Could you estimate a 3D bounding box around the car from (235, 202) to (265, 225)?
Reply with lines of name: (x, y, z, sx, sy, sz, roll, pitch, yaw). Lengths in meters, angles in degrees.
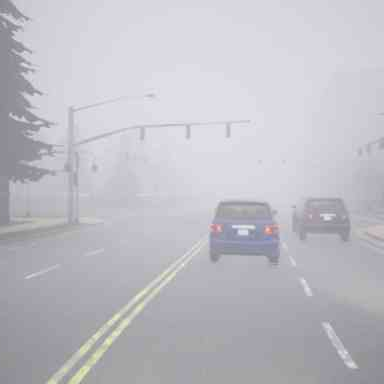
car: (4.601, 1.552, 25.836, 2.033, 1.411, 5.357, 0, 0, 12)

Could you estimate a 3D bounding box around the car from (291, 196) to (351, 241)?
car: (6.419, 1.239, 17.037, 2.150, 2.045, 5.566, 0, 0, 12)

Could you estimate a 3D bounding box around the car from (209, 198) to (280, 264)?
car: (1.914, 1.225, 12.084, 2.150, 2.045, 5.566, 0, 0, 10)
